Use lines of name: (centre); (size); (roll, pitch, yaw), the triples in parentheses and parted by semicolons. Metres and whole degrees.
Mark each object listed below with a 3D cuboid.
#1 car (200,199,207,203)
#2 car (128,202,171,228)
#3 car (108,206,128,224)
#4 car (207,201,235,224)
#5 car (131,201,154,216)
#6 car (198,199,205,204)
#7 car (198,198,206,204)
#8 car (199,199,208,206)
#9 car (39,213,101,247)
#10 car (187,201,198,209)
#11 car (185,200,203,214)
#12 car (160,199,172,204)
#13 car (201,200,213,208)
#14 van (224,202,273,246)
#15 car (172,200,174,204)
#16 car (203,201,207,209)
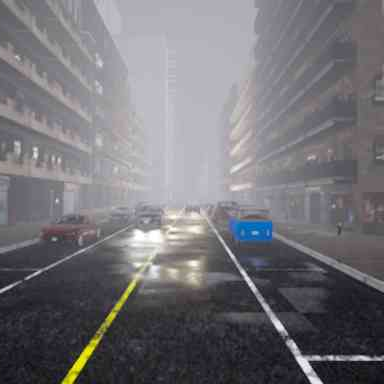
car: (2.686, 2.206, 55.775); (2.008, 1.369, 4.403); (0, -1, 0)
car: (-3.036, 1.781, 24.817); (2.128, 1.511, 4.902); (0, -1, 1)
car: (-5.692, 1.870, 27.362); (2.008, 1.369, 4.403); (0, -1, 0)
car: (2.689, 1.634, 27.368); (2.192, 1.841, 5.009); (0, -1, 0)
car: (-5.693, 1.893, 38.727); (1.967, 1.590, 4.097); (0, -1, 0)
car: (2.681, 2.668, 95.719); (1.752, 1.417, 4.829); (0, -1, 0)
car: (2.682, 2.510, 89.868); (1.967, 1.590, 4.097); (0, -1, 0)
car: (2.683, 2.371, 78.504); (1.967, 1.590, 4.097); (0, -1, 0)
car: (-5.690, 1.732, 15.998); (1.887, 1.381, 4.507); (0, -1, 0)
car: (0.093, 2.314, 60.570); (1.895, 1.301, 4.718); (0, -1, 0)
car: (0.094, 2.105, 43.096); (1.895, 1.301, 4.718); (0, -1, 0)
car: (-5.696, 2.344, 67.136); (2.008, 1.369, 4.403); (0, -1, 0)
car: (2.685, 2.275, 61.458); (2.008, 1.369, 4.403); (0, -1, 0)
van: (2.691, 1.528, 16.004); (1.690, 1.788, 3.998); (0, -1, 0)
car: (-5.699, 2.652, 89.864); (1.802, 1.307, 4.206); (0, -1, 0)
car: (2.688, 2.018, 38.729); (1.947, 1.339, 4.313); (0, -1, 0)
